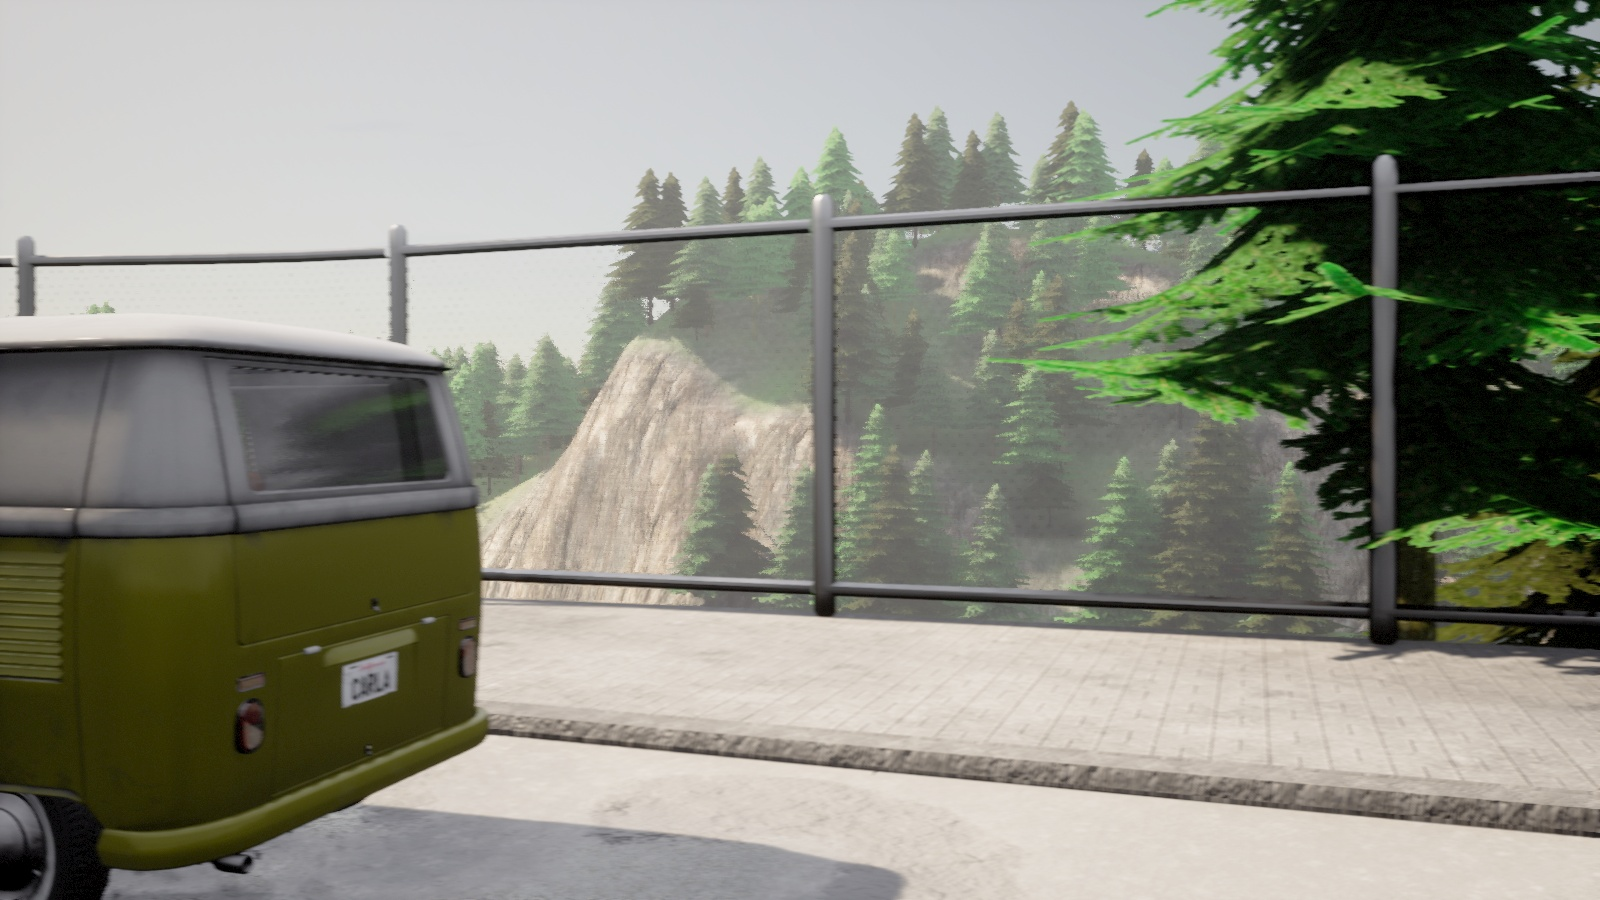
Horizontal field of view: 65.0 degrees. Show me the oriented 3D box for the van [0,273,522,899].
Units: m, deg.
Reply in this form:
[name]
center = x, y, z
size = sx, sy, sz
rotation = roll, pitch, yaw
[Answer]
[van]
center = -3.513, 0.488, 4.883
size = 4.442, 1.987, 1.775
rotation = 0, 1, 17
